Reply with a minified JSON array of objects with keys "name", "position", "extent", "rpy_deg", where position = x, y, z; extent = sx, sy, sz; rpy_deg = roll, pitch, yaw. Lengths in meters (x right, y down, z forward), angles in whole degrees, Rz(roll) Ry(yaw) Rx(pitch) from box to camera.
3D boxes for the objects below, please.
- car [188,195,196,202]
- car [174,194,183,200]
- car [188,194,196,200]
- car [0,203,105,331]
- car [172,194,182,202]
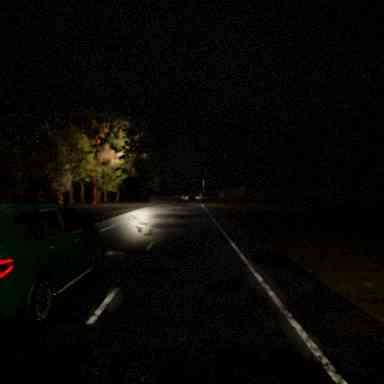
[{"name":"car","position":[-0.023,1.420,75.330],"extent":[1.837,1.490,4.892],"rpy_deg":[0,0,0]},{"name":"car","position":[-3.526,1.332,85.370],"extent":[2.033,1.411,5.357],"rpy_deg":[0,0,0]},{"name":"car","position":[-0.028,1.340,85.370],"extent":[1.994,1.385,4.181],"rpy_deg":[0,0,0]},{"name":"car","position":[-3.502,1.223,6.996],"extent":[2.150,2.045,5.566],"rpy_deg":[0,0,0]},{"name":"car","position":[-3.523,1.425,74.946],"extent":[1.837,1.490,4.892],"rpy_deg":[0,0,0]}]
